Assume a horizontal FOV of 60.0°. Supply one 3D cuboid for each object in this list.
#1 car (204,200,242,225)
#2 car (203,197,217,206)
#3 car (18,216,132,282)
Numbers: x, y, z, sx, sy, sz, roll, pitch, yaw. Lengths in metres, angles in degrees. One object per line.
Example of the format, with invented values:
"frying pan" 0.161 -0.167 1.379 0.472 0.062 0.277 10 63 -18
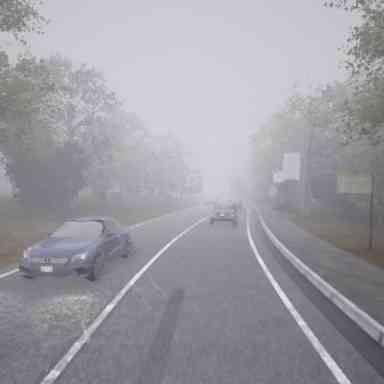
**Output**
"car" 2.379 1.534 24.064 2.033 1.411 5.357 1 0 9
"car" 2.874 1.437 51.576 1.812 1.442 4.674 1 0 6
"car" -3.101 1.482 9.870 1.812 1.442 4.674 0 0 5
